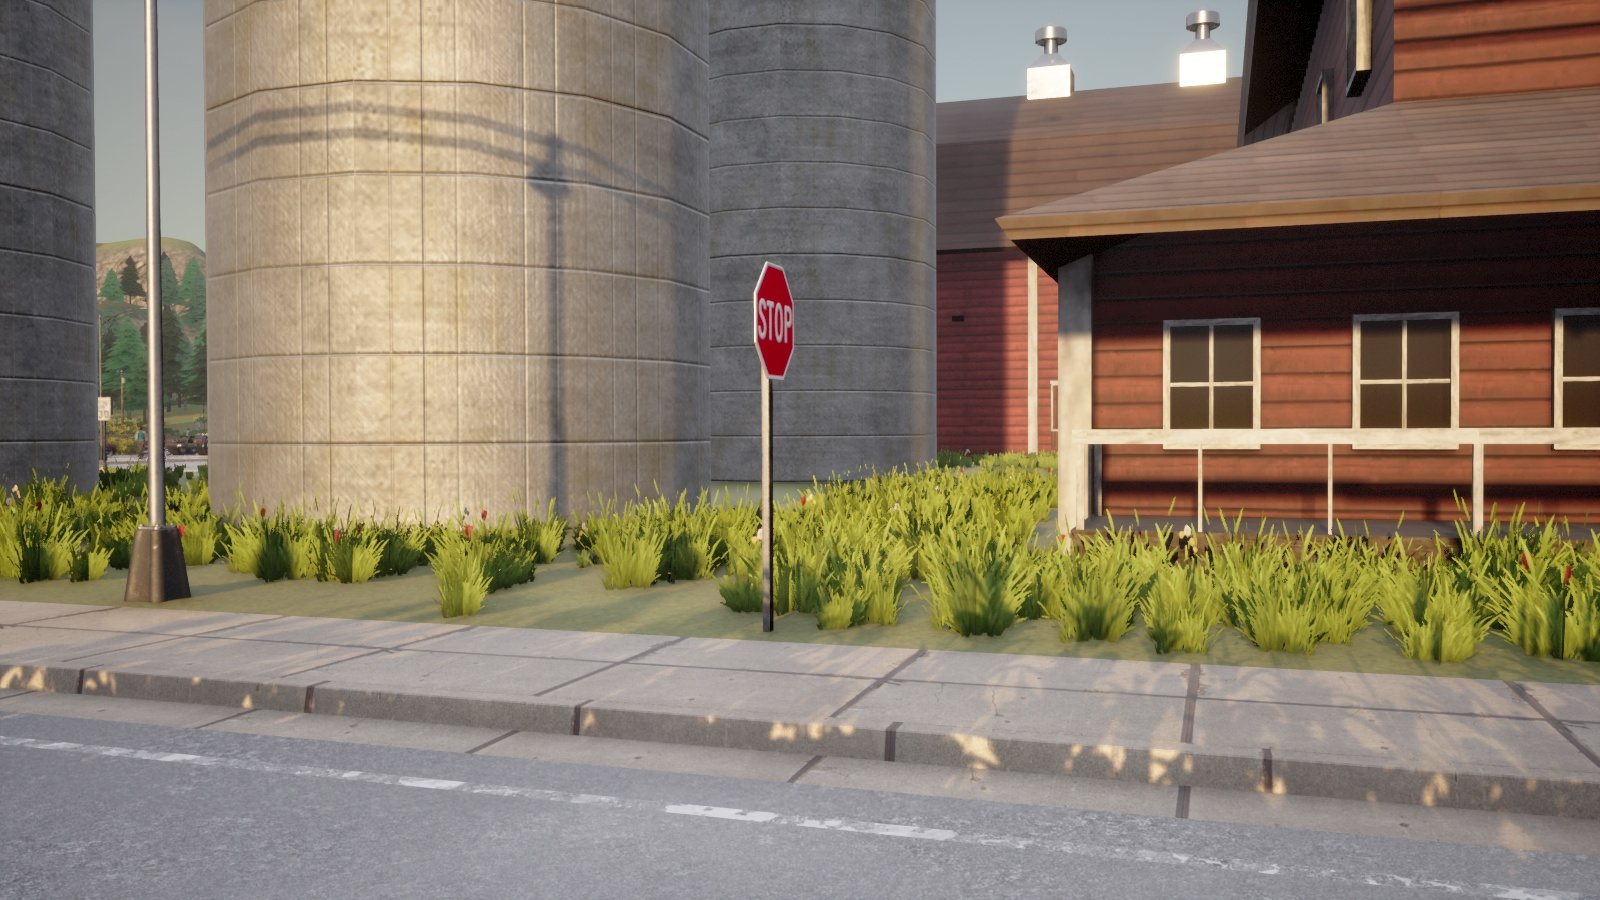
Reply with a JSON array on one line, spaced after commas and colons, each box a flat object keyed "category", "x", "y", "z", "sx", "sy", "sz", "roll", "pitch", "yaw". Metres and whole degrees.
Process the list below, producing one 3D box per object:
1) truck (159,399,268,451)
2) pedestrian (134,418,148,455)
[{"category": "truck", "x": -40.766, "y": -1.712, "z": 87.664, "sx": 2.891, "sy": 3.462, "sz": 7.936, "roll": 0, "pitch": 1, "yaw": 9}, {"category": "pedestrian", "x": -34.425, "y": -0.698, "z": 65.595, "sx": 0.396, "sy": 1.930, "sz": 0.692, "roll": 0, "pitch": 1, "yaw": -4}]
